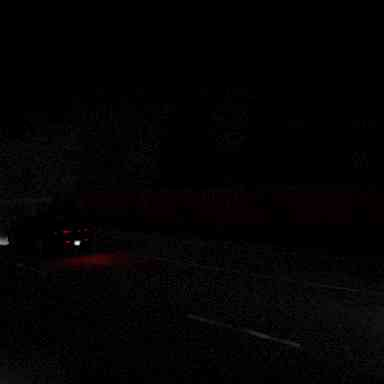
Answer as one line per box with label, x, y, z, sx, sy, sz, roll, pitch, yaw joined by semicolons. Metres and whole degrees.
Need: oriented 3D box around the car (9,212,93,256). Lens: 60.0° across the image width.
car;-5.927;1.606;13.734;4.892;1.490;1.837;-1;0;43
